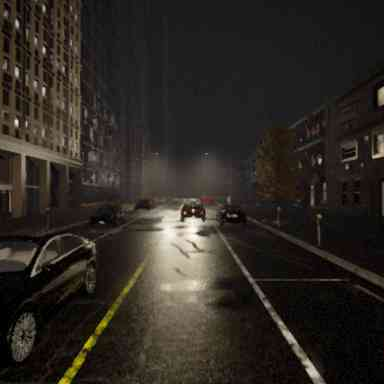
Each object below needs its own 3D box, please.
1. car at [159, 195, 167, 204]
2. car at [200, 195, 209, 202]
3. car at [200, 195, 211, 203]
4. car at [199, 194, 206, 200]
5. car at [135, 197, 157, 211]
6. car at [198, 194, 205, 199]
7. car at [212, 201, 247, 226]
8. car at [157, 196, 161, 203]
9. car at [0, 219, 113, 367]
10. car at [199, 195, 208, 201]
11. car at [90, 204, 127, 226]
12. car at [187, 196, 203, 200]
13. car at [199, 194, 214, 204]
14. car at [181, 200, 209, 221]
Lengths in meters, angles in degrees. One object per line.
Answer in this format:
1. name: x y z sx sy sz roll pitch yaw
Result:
1. car: -5.678 1.319 61.840 1.967 1.590 4.097 1 0 0
2. car: 2.699 1.415 72.937 1.947 1.339 4.313 1 0 0
3. car: 2.700 1.409 67.391 1.887 1.381 4.507 1 0 0
4. car: 2.699 1.329 89.141 1.752 1.417 4.829 1 0 0
5. car: -5.680 1.494 39.657 1.947 1.339 4.313 1 0 0
6. car: 2.699 1.339 94.450 2.008 1.369 4.403 1 0 0
7. car: 2.701 1.529 23.023 1.947 1.339 4.313 1 0 0
8. car: -5.680 1.499 45.203 1.802 1.307 4.206 1 0 0
9. car: -3.091 1.483 5.831 2.128 1.511 4.902 0 0 0
10. car: 2.699 1.399 78.481 1.947 1.339 4.313 1 0 0
11. car: -5.679 1.528 23.020 1.947 1.339 4.313 1 0 0
12. car: 0.098 1.519 44.552 1.895 1.301 4.718 0 0 0
13. car: 2.704 1.207 56.298 2.192 1.841 5.009 1 0 0
14. car: 0.099 1.556 26.671 1.895 1.301 4.718 0 0 0
